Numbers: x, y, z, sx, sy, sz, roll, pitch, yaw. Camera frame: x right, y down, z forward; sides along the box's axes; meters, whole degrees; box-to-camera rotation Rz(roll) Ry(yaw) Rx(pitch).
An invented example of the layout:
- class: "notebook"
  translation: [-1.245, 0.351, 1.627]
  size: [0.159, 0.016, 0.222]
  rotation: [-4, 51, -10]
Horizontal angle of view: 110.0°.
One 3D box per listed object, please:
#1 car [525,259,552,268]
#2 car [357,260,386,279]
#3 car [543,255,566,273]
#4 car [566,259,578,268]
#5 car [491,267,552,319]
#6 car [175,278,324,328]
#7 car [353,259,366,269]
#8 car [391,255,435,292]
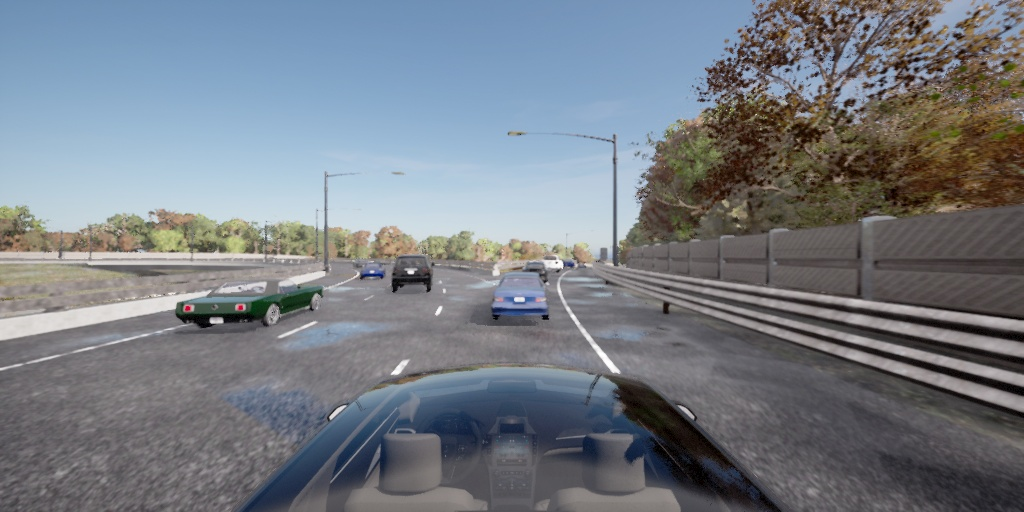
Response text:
- class: "car"
  translation: [1.835, 1.220, 27.014]
  size: [1.837, 1.490, 4.892]
  rotation: [0, 0, 8]
- class: "car"
  translation: [-12.351, 1.282, 32.012]
  size: [1.994, 1.385, 4.181]
  rotation: [0, 0, -18]
- class: "car"
  translation: [4.876, 0.915, 43.137]
  size: [2.150, 2.045, 5.566]
  rotation: [0, 0, 14]
- class: "car"
  translation: [9.270, 1.245, 59.194]
  size: [1.882, 1.535, 5.008]
  rotation: [0, -1, 15]
- class: "car"
  translation: [0.360, 1.283, 12.751]
  size: [2.033, 1.411, 5.357]
  rotation: [0, 0, 3]
- class: "car"
  translation: [-7.749, 1.343, 11.302]
  size: [1.895, 1.301, 4.718]
  rotation: [0, 0, -7]
- class: "car"
  translation: [-23.536, 1.185, 55.846]
  size: [2.128, 1.511, 4.902]
  rotation: [0, 0, -32]
- class: "car"
  translation: [-5.872, 0.949, 21.493]
  size: [2.150, 2.045, 5.566]
  rotation: [0, 0, -12]
